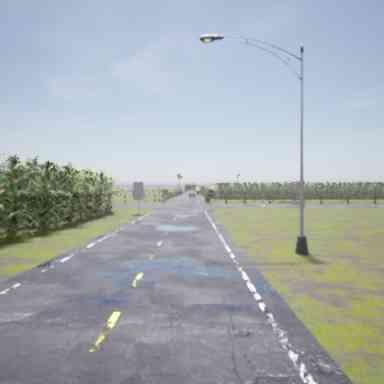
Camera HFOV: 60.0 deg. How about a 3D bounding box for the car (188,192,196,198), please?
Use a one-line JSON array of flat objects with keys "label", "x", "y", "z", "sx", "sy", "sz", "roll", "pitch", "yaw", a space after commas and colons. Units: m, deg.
[{"label": "car", "x": 0.040, "y": 0.736, "z": 92.172, "sx": 2.097, "sy": 1.767, "sz": 4.553, "roll": 0, "pitch": 0, "yaw": 0}]
